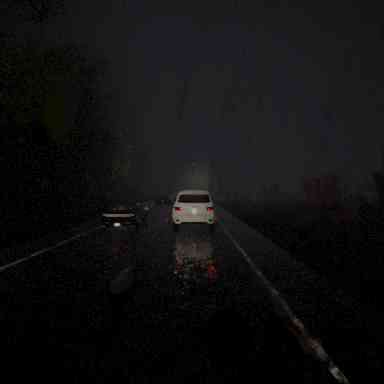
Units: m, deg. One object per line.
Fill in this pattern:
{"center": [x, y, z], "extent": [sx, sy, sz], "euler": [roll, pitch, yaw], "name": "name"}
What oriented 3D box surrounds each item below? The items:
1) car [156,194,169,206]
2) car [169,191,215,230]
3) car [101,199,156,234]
{"center": [-3.395, 0.965, 40.498], "extent": [1.994, 1.385, 4.181], "euler": [0, 1, 0], "name": "car"}
{"center": [0.102, 0.944, 18.803], "extent": [2.150, 2.045, 5.566], "euler": [0, 1, 0], "name": "car"}
{"center": [-3.398, 1.235, 17.523], "extent": [2.128, 1.511, 4.902], "euler": [0, 1, 0], "name": "car"}
